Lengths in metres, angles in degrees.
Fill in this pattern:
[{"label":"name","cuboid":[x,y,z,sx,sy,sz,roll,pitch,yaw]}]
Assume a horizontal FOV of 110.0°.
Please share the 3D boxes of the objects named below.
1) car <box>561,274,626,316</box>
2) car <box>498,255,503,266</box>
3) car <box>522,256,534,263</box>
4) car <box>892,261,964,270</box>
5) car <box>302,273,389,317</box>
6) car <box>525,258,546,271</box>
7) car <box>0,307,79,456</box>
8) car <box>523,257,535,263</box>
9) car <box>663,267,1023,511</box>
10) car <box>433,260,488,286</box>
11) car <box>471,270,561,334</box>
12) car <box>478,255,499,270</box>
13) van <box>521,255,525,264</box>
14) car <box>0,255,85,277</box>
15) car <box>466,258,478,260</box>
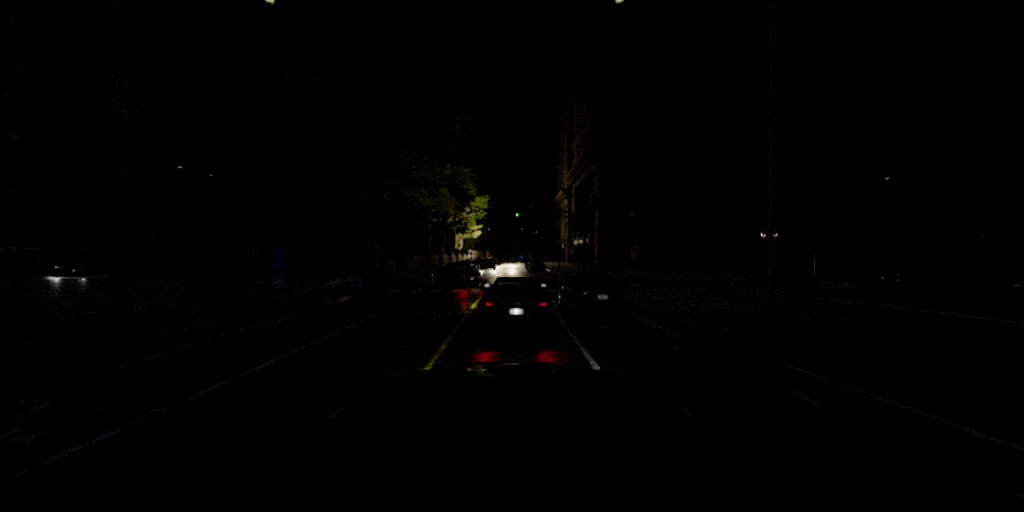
[{"label":"car","cuboid":[2.763,1.276,12.965,1.948,1.339,4.313,0,0,0]},{"label":"car","cuboid":[-3.036,1.036,63.200,1.812,1.442,4.674,0,1,1]},{"label":"car","cuboid":[2.764,1.091,50.413,1.751,1.417,4.829,0,0,0]},{"label":"car","cuboid":[31.260,1.370,27.555,5.566,2.045,2.150,1,0,0]},{"label":"car","cuboid":[-5.763,1.292,12.983,1.802,1.307,4.207,0,0,0]},{"label":"car","cuboid":[2.763,1.175,39.402,1.948,1.339,4.313,0,0,0]},{"label":"car","cuboid":[-5.763,1.188,2.130,1.967,1.591,4.097,0,0,0]},{"label":"car","cuboid":[2.763,1.153,44.822,1.948,1.339,4.313,0,0,0]},{"label":"car","cuboid":[2.763,1.064,2.114,2.192,1.841,5.009,0,0,0]},{"label":"car","cuboid":[-3.726,1.175,24.260,1.812,1.442,4.674,1,1,-32]},{"label":"car","cuboid":[0.100,1.283,10.524,1.994,1.385,4.181,0,0,0]},{"label":"car","cuboid":[-3.082,1.054,47.480,1.882,1.535,5.008,0,0,0]},{"label":"van","cuboid":[2.764,0.884,55.663,1.690,1.789,3.998,0,0,0]},{"label":"car","cuboid":[-32.161,0.676,24.422,4.674,1.442,1.812,1,0,0]},{"label":"car","cuboid":[-5.762,1.138,44.842,2.007,1.370,4.403,0,0,0]}]
